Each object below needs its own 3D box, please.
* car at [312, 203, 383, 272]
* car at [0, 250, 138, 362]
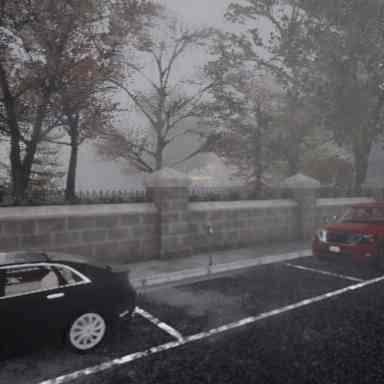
[{"bbox_3d":[6.100,1.295,10.922,5.009,1.841,2.192,0,0,-36],"label":"car"},{"bbox_3d":[-2.909,1.550,4.488,4.403,1.369,2.008,0,0,-36],"label":"car"}]
